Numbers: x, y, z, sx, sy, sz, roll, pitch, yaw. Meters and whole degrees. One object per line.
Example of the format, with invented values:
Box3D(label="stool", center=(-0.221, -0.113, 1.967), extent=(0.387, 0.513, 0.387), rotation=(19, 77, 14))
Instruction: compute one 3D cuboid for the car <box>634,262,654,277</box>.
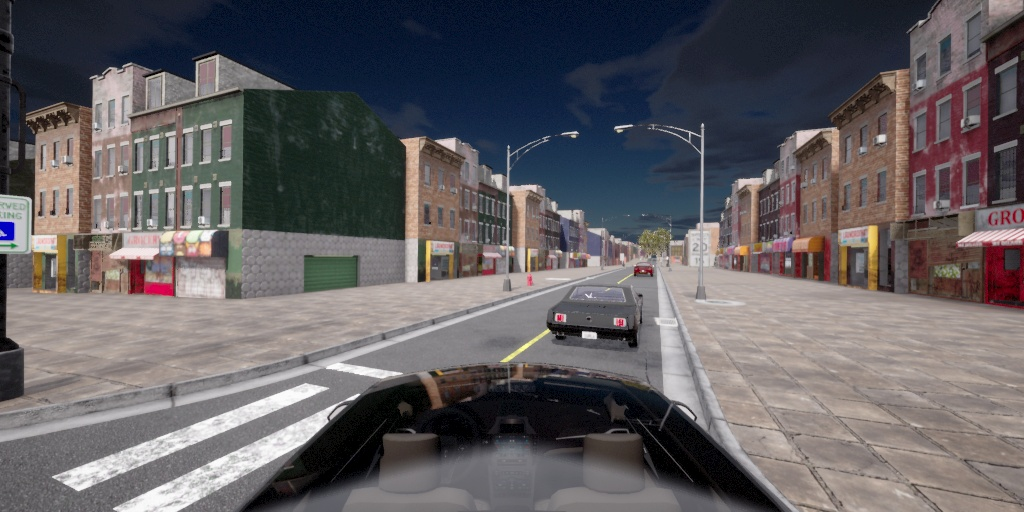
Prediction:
Box3D(label="car", center=(14.300, 1.394, 38.841), extent=(1.882, 1.535, 5.008), rotation=(1, 0, 22))

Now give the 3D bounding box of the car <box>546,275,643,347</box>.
Box3D(label="car", center=(2.431, 1.345, 9.442), extent=(1.895, 1.301, 4.718), rotation=(1, 0, 22))
